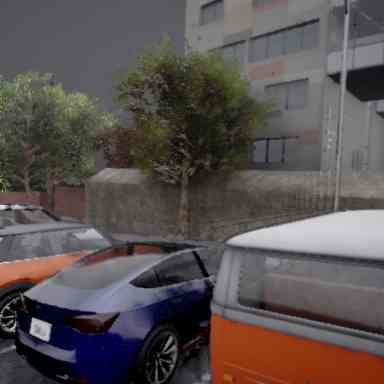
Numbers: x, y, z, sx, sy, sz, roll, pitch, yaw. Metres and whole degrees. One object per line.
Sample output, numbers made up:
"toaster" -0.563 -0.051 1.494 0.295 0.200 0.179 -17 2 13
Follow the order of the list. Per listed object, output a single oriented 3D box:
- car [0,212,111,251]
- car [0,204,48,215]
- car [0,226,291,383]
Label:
"car" -2.603 1.410 7.097 2.185 1.767 4.553 -1 0 35
"car" -4.846 1.310 8.767 2.435 2.045 5.566 -1 0 36
"car" -0.295 1.540 5.524 2.163 1.488 4.792 -1 0 36
